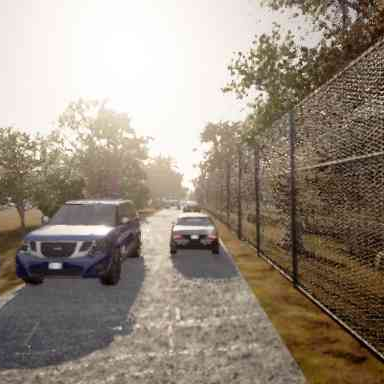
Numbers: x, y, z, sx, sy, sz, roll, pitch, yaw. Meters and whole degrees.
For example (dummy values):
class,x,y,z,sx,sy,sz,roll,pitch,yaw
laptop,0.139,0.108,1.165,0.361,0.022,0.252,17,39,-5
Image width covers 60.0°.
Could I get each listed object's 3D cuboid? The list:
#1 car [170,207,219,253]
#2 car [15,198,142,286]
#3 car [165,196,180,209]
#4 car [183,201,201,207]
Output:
class,x,y,z,sx,sy,sz,roll,pitch,yaw
car,0.082,1.568,13.665,2.033,1.411,5.357,0,0,0
car,-2.879,1.230,9.850,2.150,2.045,5.566,0,0,1
car,-3.028,1.726,53.170,2.150,2.045,5.566,0,-1,0
car,0.001,1.709,34.999,1.812,1.442,4.674,0,-1,0
